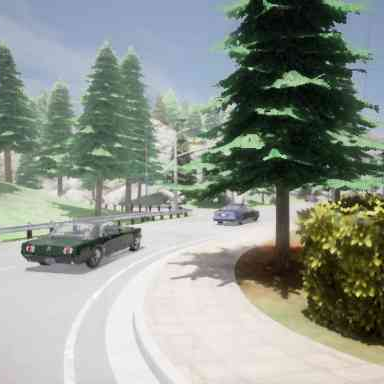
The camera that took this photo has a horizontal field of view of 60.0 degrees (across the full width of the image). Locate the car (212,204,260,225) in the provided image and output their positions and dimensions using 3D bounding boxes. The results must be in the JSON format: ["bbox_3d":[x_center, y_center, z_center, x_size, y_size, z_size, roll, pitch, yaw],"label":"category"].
[{"bbox_3d":[3.332,1.573,24.156,2.033,1.411,5.357,0,0,30],"label":"car"}]

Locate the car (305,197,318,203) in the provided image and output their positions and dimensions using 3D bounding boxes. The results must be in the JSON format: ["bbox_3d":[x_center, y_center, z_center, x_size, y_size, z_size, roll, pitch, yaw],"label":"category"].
[{"bbox_3d":[24.651,1.507,68.514,1.812,1.442,4.674,0,0,30],"label":"car"}]

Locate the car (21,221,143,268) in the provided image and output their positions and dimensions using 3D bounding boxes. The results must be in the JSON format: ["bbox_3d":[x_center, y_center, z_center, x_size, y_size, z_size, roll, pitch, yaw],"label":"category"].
[{"bbox_3d":[-3.358,1.620,11.337,1.895,1.301,4.718,0,0,14],"label":"car"}]
